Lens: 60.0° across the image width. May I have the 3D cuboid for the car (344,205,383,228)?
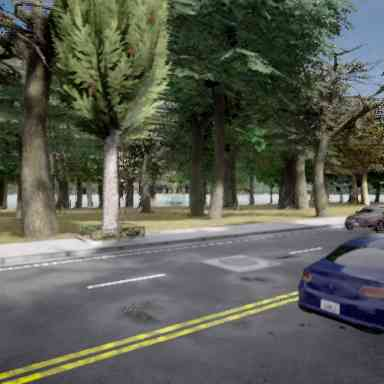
[{"bbox_3d":[10.800,1.498,19.385,4.674,1.442,1.812,0,0,-36],"label":"car"}]

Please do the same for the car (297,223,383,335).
[{"bbox_3d":[3.904,1.513,6.226,4.674,1.442,1.812,0,0,-35],"label":"car"}]
